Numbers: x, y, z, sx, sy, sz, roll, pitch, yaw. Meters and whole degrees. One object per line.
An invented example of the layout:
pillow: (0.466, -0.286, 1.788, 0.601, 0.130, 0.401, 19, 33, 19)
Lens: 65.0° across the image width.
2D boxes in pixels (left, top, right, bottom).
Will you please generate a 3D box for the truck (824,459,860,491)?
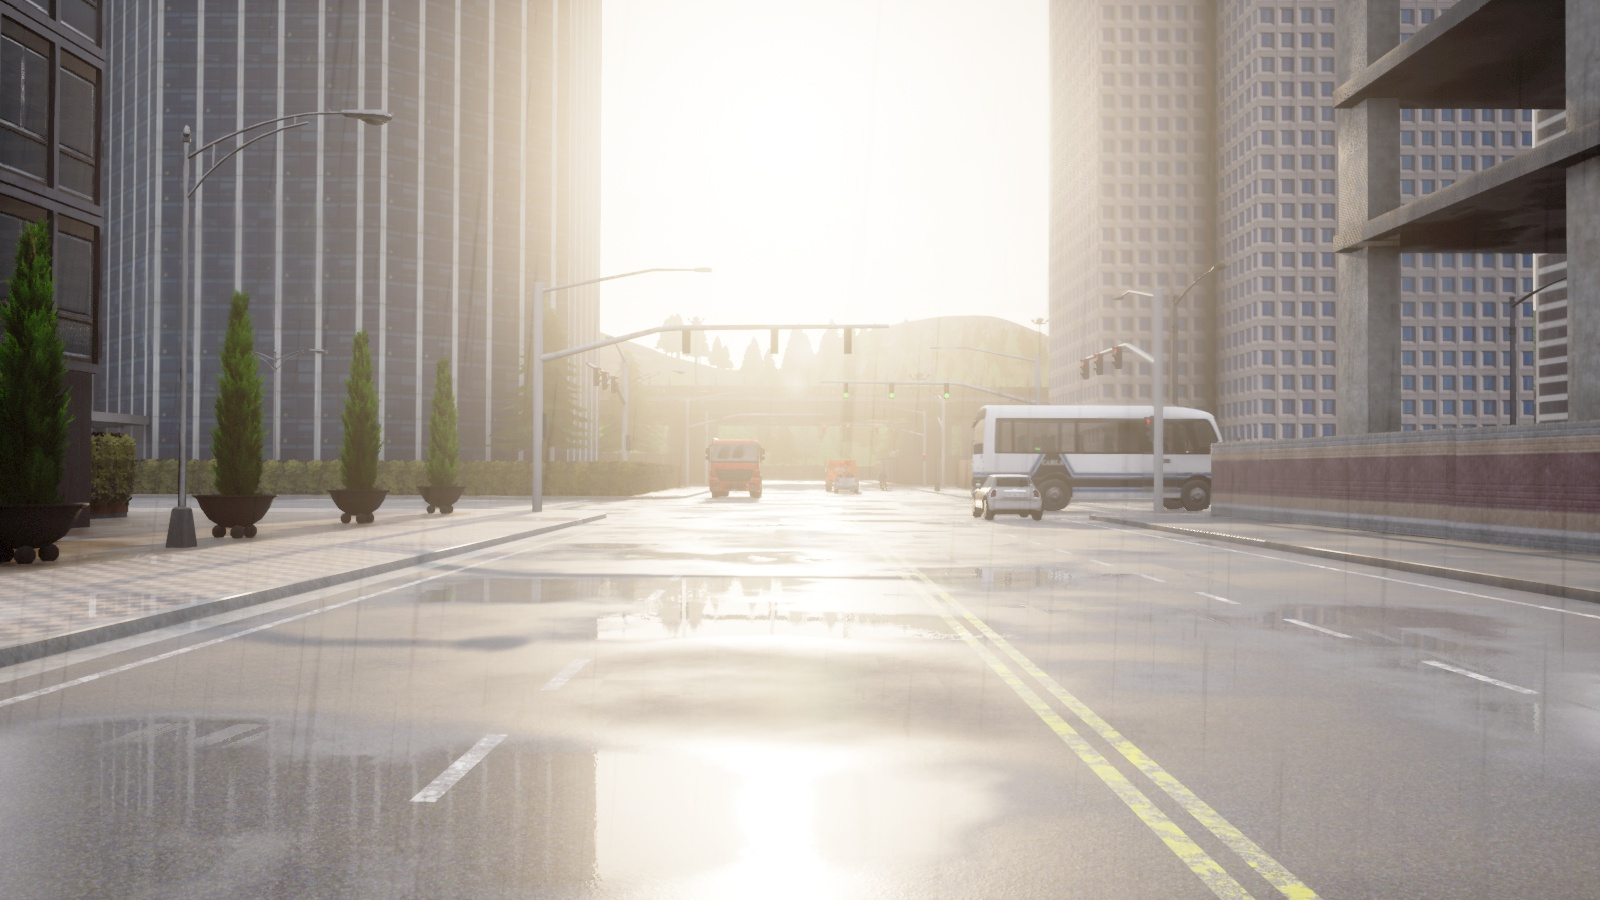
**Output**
truck: (3.248, 1.956, 97.989, 2.627, 2.467, 5.204, 0, -1, 0)

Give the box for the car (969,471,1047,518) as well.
car: (6.893, 1.456, 41.984, 1.970, 1.475, 3.806, 0, -1, 0)

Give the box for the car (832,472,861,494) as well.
car: (3.273, 2.305, 88.936, 1.845, 1.501, 3.633, 0, -1, 0)

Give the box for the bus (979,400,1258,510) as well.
bus: (12.714, 0.240, 50.925, 10.273, 4.253, 3.944, 0, -1, -1)

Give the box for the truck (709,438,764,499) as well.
truck: (-3.695, 1.100, 74.778, 2.891, 3.462, 7.936, 0, -1, 0)
